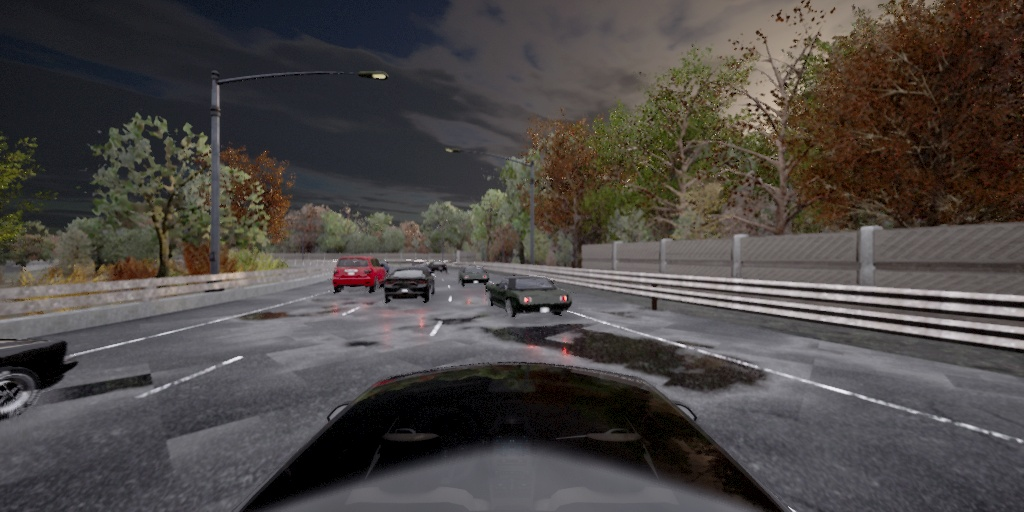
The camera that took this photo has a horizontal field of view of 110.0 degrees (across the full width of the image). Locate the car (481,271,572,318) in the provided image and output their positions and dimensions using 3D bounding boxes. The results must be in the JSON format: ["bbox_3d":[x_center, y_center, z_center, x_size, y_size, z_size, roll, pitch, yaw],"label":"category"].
[{"bbox_3d":[0.370,1.396,13.312,1.895,1.301,4.718,0,0,-17],"label":"car"}]

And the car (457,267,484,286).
[{"bbox_3d":[-2.917,1.446,26.161,1.895,1.301,4.718,0,0,-13],"label":"car"}]

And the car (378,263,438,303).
[{"bbox_3d":[-4.818,1.289,17.314,1.882,1.535,5.008,0,0,-8],"label":"car"}]

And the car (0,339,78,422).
[{"bbox_3d":[-7.023,1.356,2.840,1.895,1.301,4.718,0,0,-1],"label":"car"}]

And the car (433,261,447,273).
[{"bbox_3d":[-9.764,1.404,46.537,1.882,1.535,5.008,0,-1,-23],"label":"car"}]

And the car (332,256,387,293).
[{"bbox_3d":[-9.095,1.051,21.685,2.150,2.045,5.566,0,0,-11],"label":"car"}]
